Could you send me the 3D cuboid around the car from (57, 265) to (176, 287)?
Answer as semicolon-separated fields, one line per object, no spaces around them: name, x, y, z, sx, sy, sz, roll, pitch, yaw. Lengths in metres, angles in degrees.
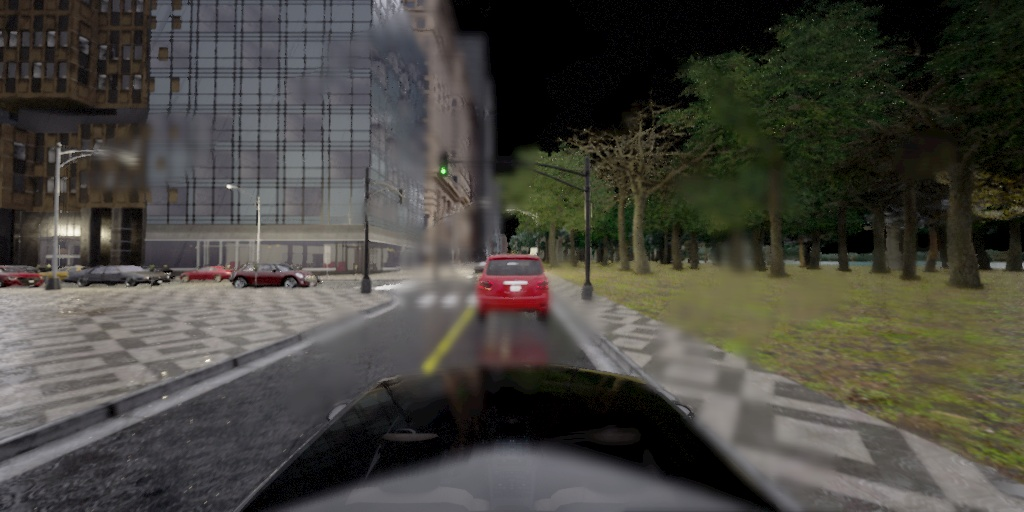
car;-25.571;1.295;23.359;5.357;1.411;2.033;0;-1;0

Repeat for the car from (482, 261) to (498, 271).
car;-3.049;1.418;51.181;1.994;1.385;4.181;0;0;1

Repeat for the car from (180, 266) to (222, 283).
car;-24.487;1.480;29.198;4.207;1.307;1.802;0;0;0

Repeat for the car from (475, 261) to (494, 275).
car;-3.103;1.365;41.137;2.033;1.411;5.357;0;0;-3

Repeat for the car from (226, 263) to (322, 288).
car;-13.538;1.111;20.688;4.097;1.591;1.967;0;0;-1

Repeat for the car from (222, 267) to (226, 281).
car;-15.416;1.290;23.423;5.357;1.411;2.033;0;-1;5

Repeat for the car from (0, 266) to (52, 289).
car;-29.968;1.225;20.670;4.507;1.381;1.888;0;0;0

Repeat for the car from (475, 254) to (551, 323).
car;-0.071;0.976;12.389;2.150;2.045;5.566;0;0;-4

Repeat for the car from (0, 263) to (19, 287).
car;-35.945;1.231;23.357;5.008;1.535;1.882;0;-1;0
